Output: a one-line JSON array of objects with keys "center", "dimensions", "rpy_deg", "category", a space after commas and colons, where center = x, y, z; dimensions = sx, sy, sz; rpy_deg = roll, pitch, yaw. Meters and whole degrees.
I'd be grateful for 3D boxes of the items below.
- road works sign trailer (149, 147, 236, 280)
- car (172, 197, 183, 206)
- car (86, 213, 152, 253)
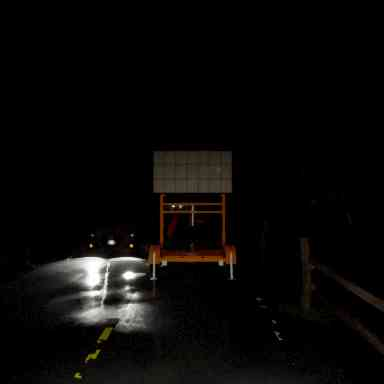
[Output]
[{"center": [0.022, 0.464, 9.917], "dimensions": [2.380, 3.560, 2.880], "rpy_deg": [0, 0, 0], "category": "road works sign trailer"}, {"center": [-2.614, 1.662, 59.523], "dimensions": [2.033, 1.411, 5.357], "rpy_deg": [0, 0, 0], "category": "car"}, {"center": [-2.818, 1.563, 13.601], "dimensions": [1.994, 1.385, 4.181], "rpy_deg": [0, 0, 0], "category": "car"}]
